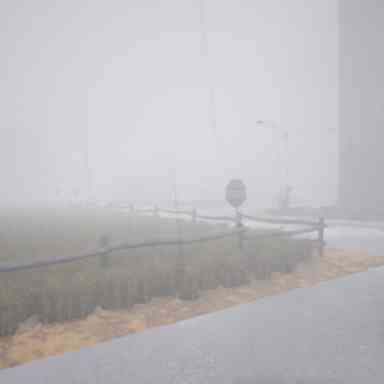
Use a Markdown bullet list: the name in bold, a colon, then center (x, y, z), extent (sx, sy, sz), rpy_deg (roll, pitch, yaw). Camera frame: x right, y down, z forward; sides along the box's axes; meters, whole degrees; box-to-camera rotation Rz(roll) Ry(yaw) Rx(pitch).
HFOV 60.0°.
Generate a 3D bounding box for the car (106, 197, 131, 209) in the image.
- **car**: center (-9.903, 1.423, 44.520), extent (1.882, 1.535, 5.008), rpy_deg (0, 0, -35)

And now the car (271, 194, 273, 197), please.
- **car**: center (20.172, 1.123, 75.872), extent (1.932, 1.855, 4.605), rpy_deg (0, 0, -36)

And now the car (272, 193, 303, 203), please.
- **car**: center (16.681, 1.336, 56.900), extent (2.242, 1.667, 4.611), rpy_deg (0, 0, -36)

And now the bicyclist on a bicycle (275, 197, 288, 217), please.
- **bicyclist on a bicycle**: center (7.307, 1.233, 27.119), extent (1.656, 1.620, 0.582), rpy_deg (-1, 0, -36)

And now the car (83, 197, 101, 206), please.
- **car**: center (-15.815, 1.472, 52.628), extent (1.812, 1.442, 4.674), rpy_deg (0, 0, -36)
